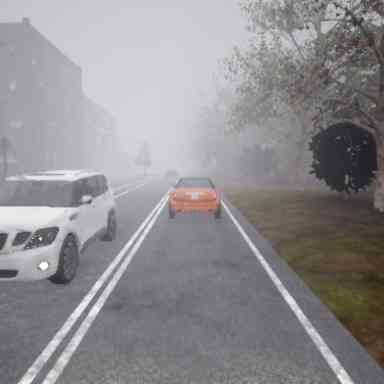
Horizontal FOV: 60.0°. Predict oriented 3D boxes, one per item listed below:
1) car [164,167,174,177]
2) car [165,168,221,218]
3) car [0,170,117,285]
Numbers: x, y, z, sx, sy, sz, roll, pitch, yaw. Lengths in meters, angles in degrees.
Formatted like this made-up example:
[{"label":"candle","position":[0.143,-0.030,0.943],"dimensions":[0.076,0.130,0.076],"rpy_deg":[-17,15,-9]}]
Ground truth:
[{"label":"car","position":[-3.170,-3.049,51.239],"dimensions":[1.882,1.535,5.008],"rpy_deg":[0,4,1]},{"label":"car","position":[0.116,0.004,14.912],"dimensions":[2.097,1.767,4.553],"rpy_deg":[0,5,0]},{"label":"car","position":[-3.345,0.538,7.950],"dimensions":[2.150,2.045,5.566],"rpy_deg":[0,5,0]}]
